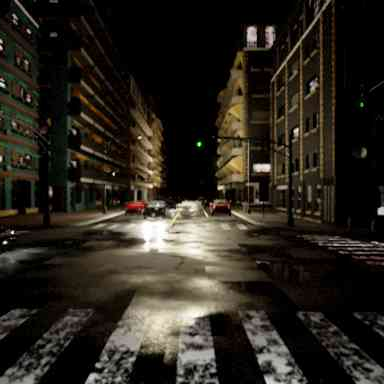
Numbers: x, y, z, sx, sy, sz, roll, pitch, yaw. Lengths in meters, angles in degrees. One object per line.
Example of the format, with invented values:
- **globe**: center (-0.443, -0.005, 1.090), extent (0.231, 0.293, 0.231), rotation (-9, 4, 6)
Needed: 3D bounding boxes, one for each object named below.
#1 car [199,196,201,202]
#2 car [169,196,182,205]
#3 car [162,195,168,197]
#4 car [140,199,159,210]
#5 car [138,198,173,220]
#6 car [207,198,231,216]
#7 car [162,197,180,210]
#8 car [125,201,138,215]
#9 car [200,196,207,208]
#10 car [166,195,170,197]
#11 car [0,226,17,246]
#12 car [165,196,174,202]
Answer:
- **car**: center (2.690, 1.703, 61.766), extent (1.887, 1.381, 4.507), rotation (0, 0, 0)
- **car**: center (-3.007, 1.742, 64.494), extent (1.994, 1.385, 4.181), rotation (0, 0, 0)
- **car**: center (-5.690, 1.708, 56.101), extent (1.947, 1.339, 4.313), rotation (0, 0, 0)
- **car**: center (-5.688, 1.661, 44.771), extent (2.008, 1.369, 4.403), rotation (0, 0, 0)
- **car**: center (-3.100, 1.558, 29.202), extent (2.128, 1.511, 4.902), rotation (0, 0, 0)
- **car**: center (2.805, 1.519, 33.447), extent (1.967, 1.590, 4.097), rotation (0, 0, 0)
- **car**: center (-3.093, 1.673, 44.398), extent (1.994, 1.385, 4.181), rotation (0, 0, 0)
- **car**: center (-5.778, 1.627, 34.668), extent (1.887, 1.381, 4.507), rotation (0, 0, 0)
- **car**: center (2.691, 1.692, 50.437), extent (1.947, 1.339, 4.313), rotation (0, 0, 0)
- **car**: center (-5.690, 1.508, 73.095), extent (2.192, 1.841, 5.009), rotation (0, 0, 0)
- **car**: center (-9.455, 1.415, 12.162), extent (5.357, 1.411, 2.033), rotation (1, -1, -1)
- **car**: center (-5.692, 1.781, 84.423), extent (2.008, 1.369, 4.403), rotation (0, 0, 0)
